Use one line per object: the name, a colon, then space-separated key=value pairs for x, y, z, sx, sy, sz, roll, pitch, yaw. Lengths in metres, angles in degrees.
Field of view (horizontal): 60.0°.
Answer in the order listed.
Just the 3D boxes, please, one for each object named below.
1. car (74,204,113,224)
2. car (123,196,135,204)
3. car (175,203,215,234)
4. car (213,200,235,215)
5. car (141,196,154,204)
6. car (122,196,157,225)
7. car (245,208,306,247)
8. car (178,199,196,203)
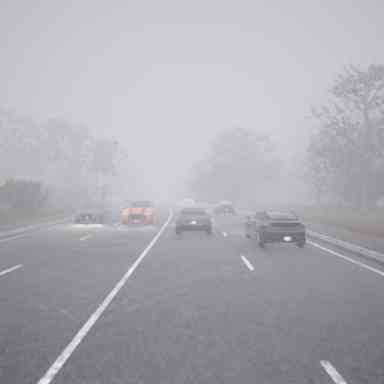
car: x=-7.231 y=1.568 z=24.760 sx=1.994 sy=1.385 sz=4.181 roll=0 pitch=0 yaw=-1
car: x=-12.561 y=1.516 z=66.188 sx=1.812 sy=1.442 sz=4.674 roll=0 pitch=0 yaw=-16
car: x=0.067 y=1.568 z=19.361 sx=1.994 sy=1.385 sz=4.181 roll=0 pitch=0 yaw=0
car: x=3.180 y=1.534 z=33.732 sx=1.812 sy=1.442 sz=4.674 roll=0 pitch=0 yaw=-3
car: x=-8.702 y=1.571 z=65.466 sx=1.994 sy=1.385 sz=4.181 roll=0 pitch=0 yaw=-15
car: x=-3.721 y=1.357 z=24.255 sx=2.097 sy=1.767 sz=4.553 roll=0 pitch=0 yaw=-1
car: x=3.593 y=1.508 z=14.972 sx=1.837 sy=1.490 sz=4.892 roll=0 pitch=0 yaw=0
car: x=-0.502 y=1.534 z=36.950 sx=1.812 sy=1.442 sz=4.674 roll=0 pitch=0 yaw=-3
